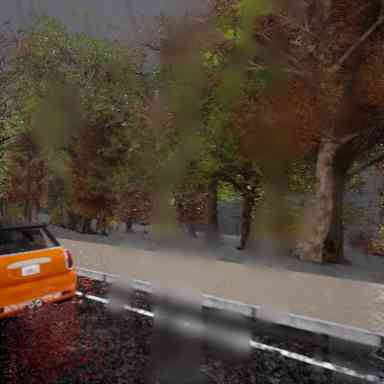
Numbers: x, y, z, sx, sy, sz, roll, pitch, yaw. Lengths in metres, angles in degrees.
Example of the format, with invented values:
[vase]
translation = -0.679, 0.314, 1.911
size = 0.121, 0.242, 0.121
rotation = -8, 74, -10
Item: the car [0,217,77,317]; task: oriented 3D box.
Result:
[car]
translation = -4.458, 1.339, 6.863
size = 4.553, 1.767, 2.097
rotation = 0, 0, 35
